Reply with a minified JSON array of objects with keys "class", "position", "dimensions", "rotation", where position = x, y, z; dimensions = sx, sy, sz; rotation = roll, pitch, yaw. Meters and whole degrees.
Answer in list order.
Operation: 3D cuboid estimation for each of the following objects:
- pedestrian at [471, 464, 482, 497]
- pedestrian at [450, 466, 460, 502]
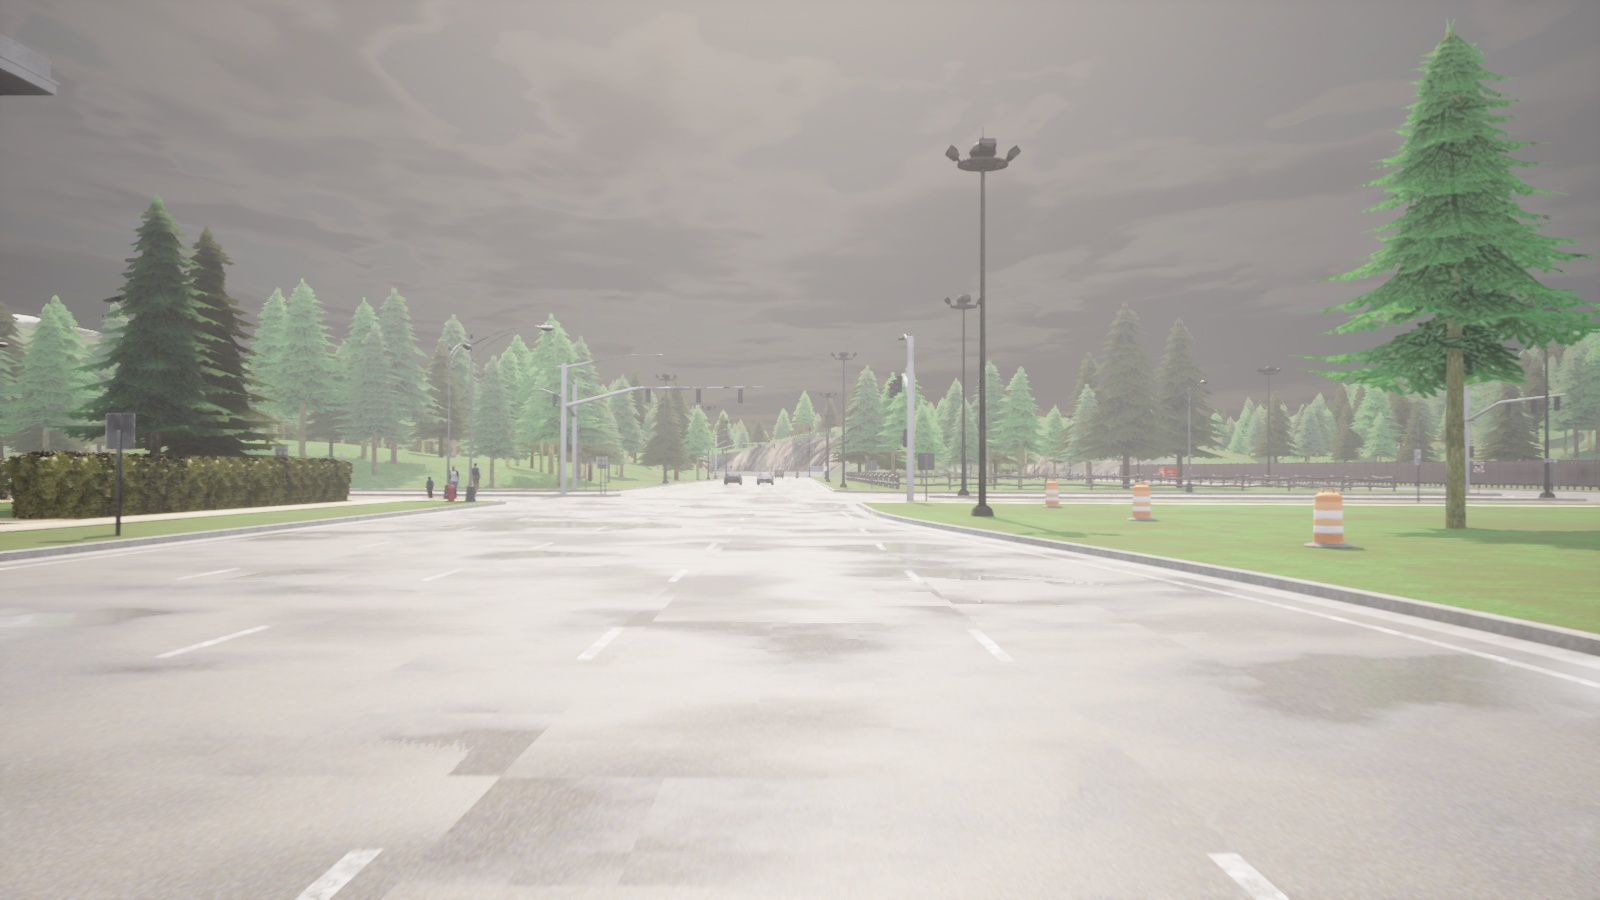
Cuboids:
[{"class":"pedestrian","position":[-19.028,1.779,73.887],"dimensions":[0.423,1.949,0.788],"rotation":[0,-1,-2]},{"class":"pedestrian","position":[-18.106,1.779,65.904],"dimensions":[0.354,1.836,0.706],"rotation":[0,-1,-3]}]
